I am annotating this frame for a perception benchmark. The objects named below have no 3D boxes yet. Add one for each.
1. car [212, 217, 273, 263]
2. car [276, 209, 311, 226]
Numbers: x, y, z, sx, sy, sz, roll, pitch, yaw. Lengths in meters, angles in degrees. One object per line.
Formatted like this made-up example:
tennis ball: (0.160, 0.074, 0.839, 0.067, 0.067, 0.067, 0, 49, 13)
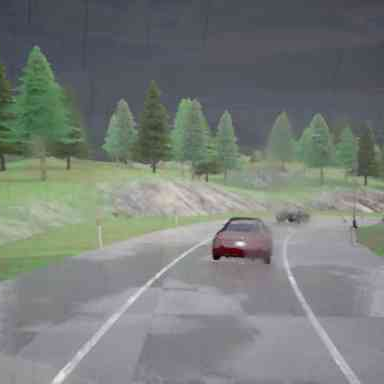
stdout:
car: (2.008, 1.626, 12.431, 1.994, 1.385, 4.181, 1, 0, 14)
car: (8.784, 2.092, 28.480, 1.895, 1.301, 4.718, 3, -1, 32)
